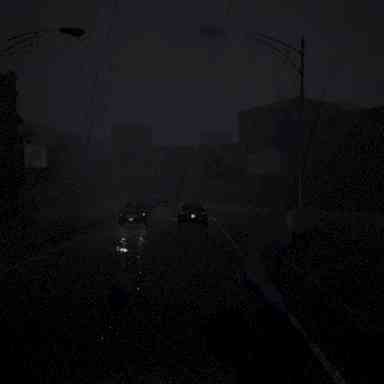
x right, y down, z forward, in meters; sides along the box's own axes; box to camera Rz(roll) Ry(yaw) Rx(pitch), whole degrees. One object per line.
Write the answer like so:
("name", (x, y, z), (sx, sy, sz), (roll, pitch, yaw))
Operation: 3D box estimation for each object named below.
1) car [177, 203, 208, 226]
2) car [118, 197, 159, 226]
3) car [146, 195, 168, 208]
("car", (0.006, 1.424, 22.341), (1.994, 1.385, 4.181), (0, 1, -2))
("car", (-3.687, 1.353, 22.312), (2.128, 1.511, 4.902), (0, 1, -1))
("car", (-4.804, 1.107, 40.527), (1.882, 1.535, 5.008), (-2, 1, -33))
